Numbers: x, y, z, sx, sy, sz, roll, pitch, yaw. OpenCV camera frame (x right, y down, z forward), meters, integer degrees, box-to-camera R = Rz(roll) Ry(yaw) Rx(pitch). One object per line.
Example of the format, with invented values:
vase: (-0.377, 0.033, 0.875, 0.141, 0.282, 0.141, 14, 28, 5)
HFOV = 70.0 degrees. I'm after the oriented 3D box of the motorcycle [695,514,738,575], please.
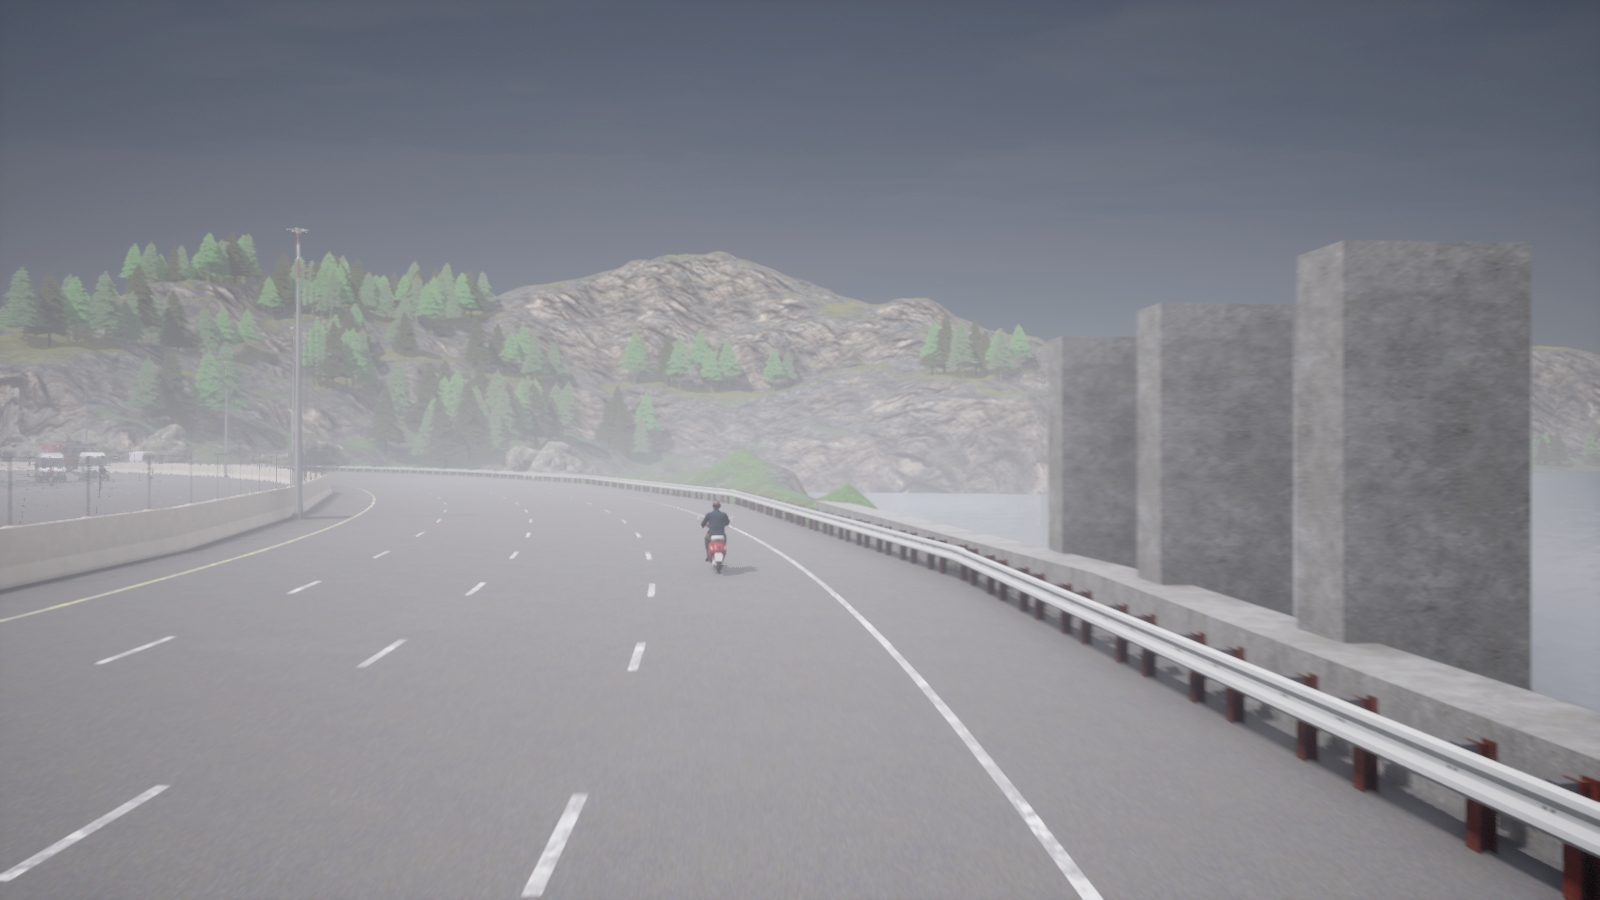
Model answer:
motorcycle: (-1.928, 2.154, 26.307, 0.856, 1.236, 1.805, -1, 0, -8)
